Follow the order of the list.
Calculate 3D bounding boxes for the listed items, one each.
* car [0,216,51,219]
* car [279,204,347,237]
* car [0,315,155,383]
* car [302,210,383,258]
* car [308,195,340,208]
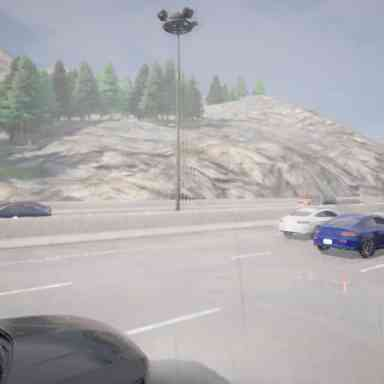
[{"bbox_3d":[-11.656,1.526,21.474,4.674,1.442,1.812,0,0,-36],"label":"car"},{"bbox_3d":[6.391,1.527,16.908,4.674,1.442,1.812,0,0,-36],"label":"car"},{"bbox_3d":[-2.532,1.505,1.949,4.892,1.490,1.837,0,0,-35],"label":"car"},{"bbox_3d":[6.510,1.526,12.693,4.674,1.442,1.812,0,0,-36],"label":"car"},{"bbox_3d":[18.880,1.355,47.539,4.553,1.767,2.097,0,0,-35],"label":"car"}]
